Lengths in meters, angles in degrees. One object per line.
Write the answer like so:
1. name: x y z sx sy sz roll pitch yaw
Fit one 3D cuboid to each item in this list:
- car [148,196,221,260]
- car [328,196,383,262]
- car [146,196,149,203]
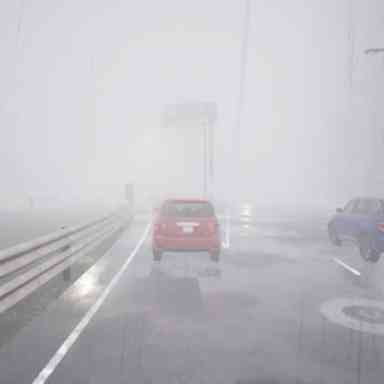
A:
1. car: -0.257 1.175 12.337 2.150 2.045 5.566 1 0 -3
2. car: 6.635 1.150 11.812 2.150 2.045 5.566 0 0 6
3. car: -7.687 1.330 62.121 1.895 1.301 4.718 -1 0 -9
